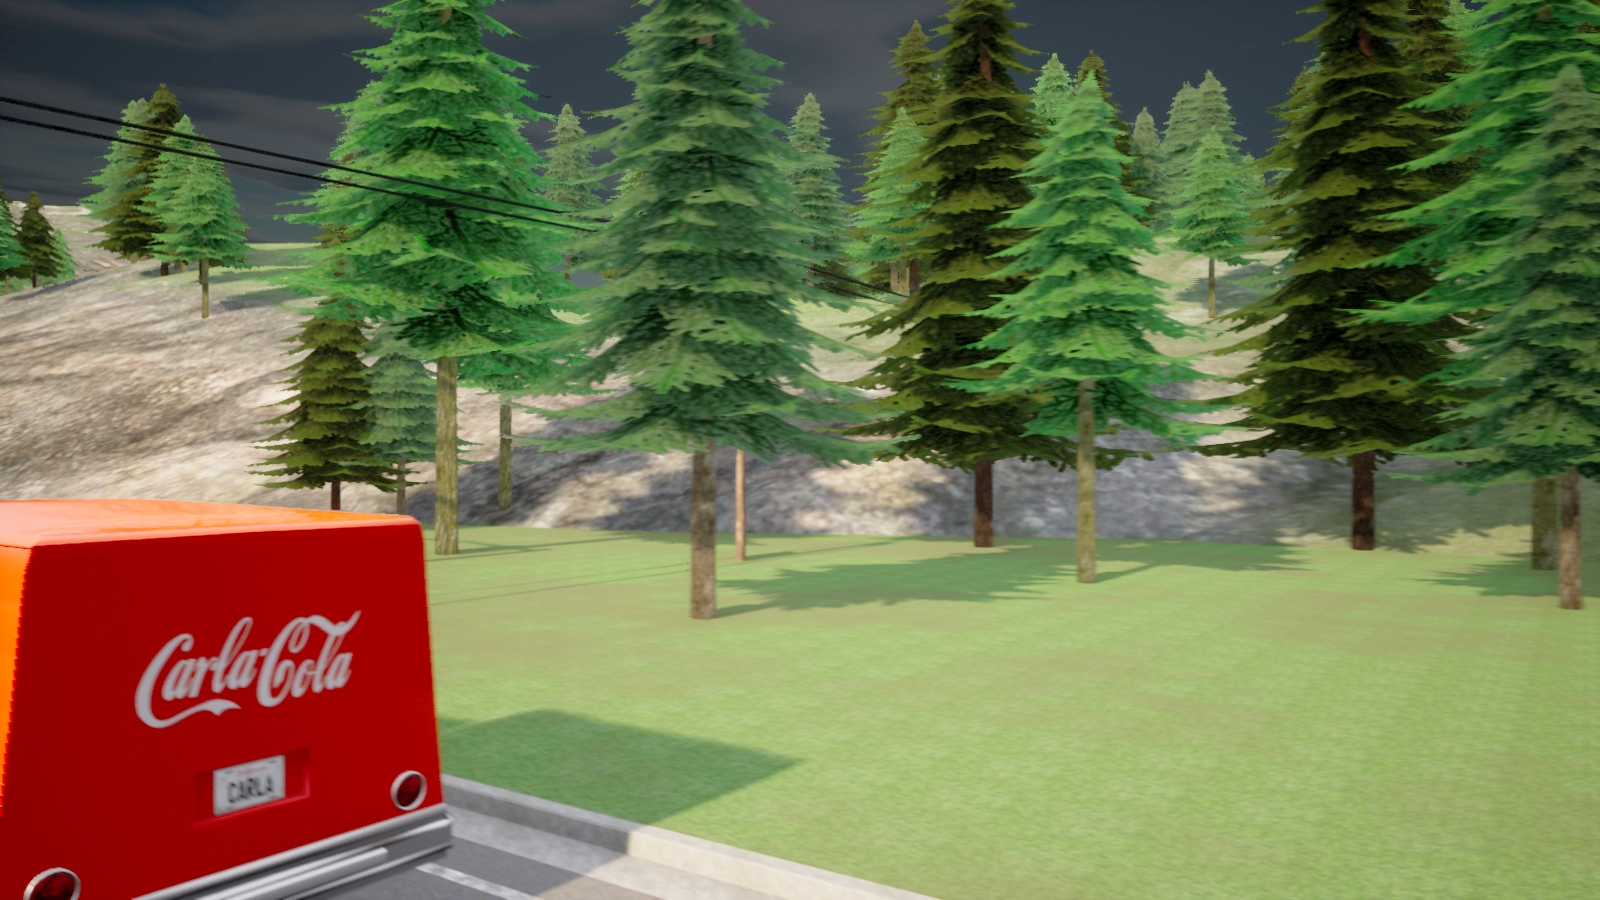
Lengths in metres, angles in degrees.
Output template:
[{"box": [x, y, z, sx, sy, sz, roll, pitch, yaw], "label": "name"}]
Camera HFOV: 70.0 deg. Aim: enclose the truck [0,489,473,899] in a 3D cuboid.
[{"box": [-4.822, 1.565, 7.142, 5.204, 2.467, 2.627, 0, 0, 34], "label": "truck"}]
